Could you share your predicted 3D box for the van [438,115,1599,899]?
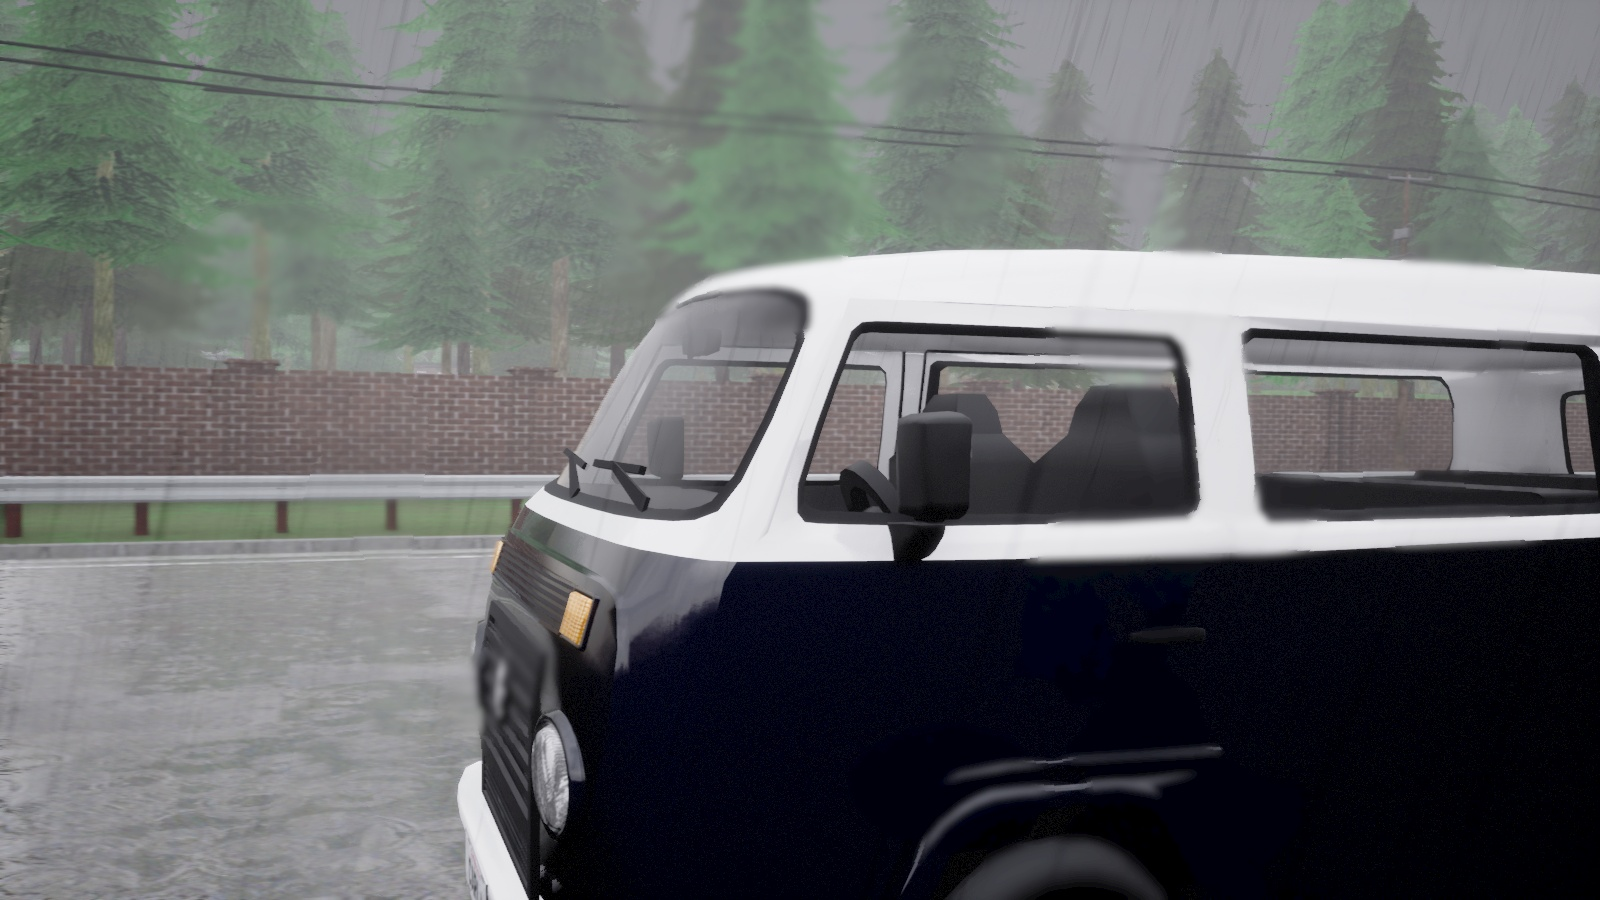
[{"bbox_3d":[1.346,0.446,3.747,4.480,2.038,2.069,-1,1,-21],"label":"van"}]
